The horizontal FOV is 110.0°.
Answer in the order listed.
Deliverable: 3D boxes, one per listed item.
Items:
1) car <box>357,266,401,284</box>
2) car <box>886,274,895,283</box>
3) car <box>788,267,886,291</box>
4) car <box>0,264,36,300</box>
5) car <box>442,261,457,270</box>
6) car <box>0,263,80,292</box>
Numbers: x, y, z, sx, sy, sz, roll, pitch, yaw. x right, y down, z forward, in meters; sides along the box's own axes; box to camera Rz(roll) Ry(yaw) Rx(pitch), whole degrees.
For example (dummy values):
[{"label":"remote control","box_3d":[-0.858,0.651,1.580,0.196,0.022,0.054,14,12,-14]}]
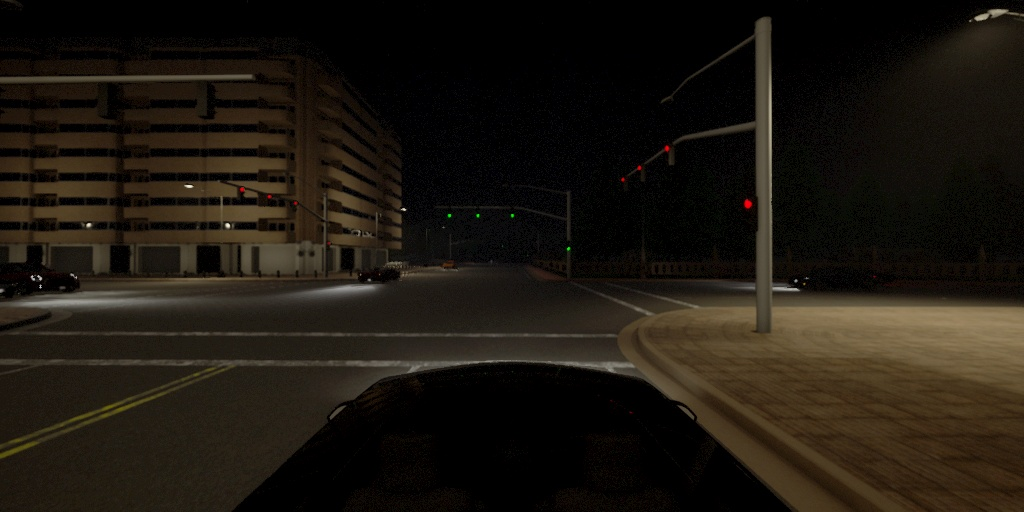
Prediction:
[{"label":"car","box_3d":[-10.491,1.482,28.615,1.895,1.301,4.718,0,-1,0]},{"label":"car","box_3d":[23.556,1.429,25.316,4.718,1.301,1.895,0,0,10]},{"label":"car","box_3d":[19.754,1.374,22.206,4.181,1.385,1.994,0,0,7]},{"label":"car","box_3d":[-24.980,1.267,15.827,4.902,1.511,2.128,0,0,0]},{"label":"car","box_3d":[-10.486,1.609,60.487,1.882,1.535,5.008,0,1,0]},{"label":"car","box_3d":[-26.459,1.150,19.337,4.553,1.767,2.097,0,0,0]}]
